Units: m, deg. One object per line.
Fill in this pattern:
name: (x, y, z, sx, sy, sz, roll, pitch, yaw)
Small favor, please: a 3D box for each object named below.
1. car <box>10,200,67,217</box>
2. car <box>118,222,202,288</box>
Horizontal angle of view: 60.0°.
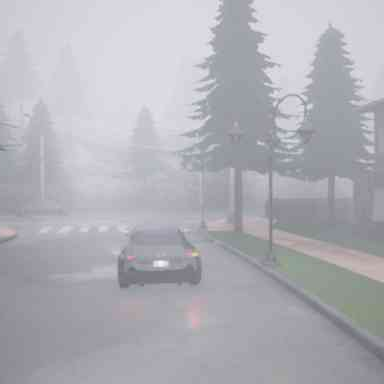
car: (-12.535, 1.336, 27.302, 4.181, 1.385, 1.994, 0, 0, -1)
car: (-0.971, 1.532, 9.248, 1.994, 1.385, 4.181, 0, 0, -9)
